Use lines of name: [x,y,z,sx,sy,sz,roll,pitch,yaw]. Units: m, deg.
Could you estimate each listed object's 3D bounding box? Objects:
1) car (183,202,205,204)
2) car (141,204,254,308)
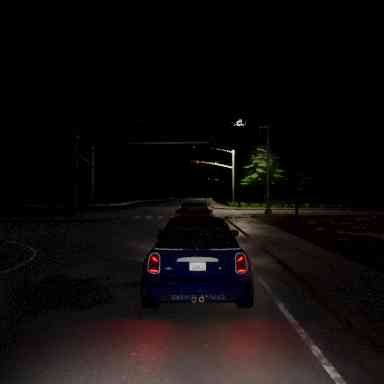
car: [0.106,1.338,18.181,2.097,1.767,4.553,0,0,0]
car: [0.101,1.347,8.060,2.097,1.767,4.553,0,0,0]
